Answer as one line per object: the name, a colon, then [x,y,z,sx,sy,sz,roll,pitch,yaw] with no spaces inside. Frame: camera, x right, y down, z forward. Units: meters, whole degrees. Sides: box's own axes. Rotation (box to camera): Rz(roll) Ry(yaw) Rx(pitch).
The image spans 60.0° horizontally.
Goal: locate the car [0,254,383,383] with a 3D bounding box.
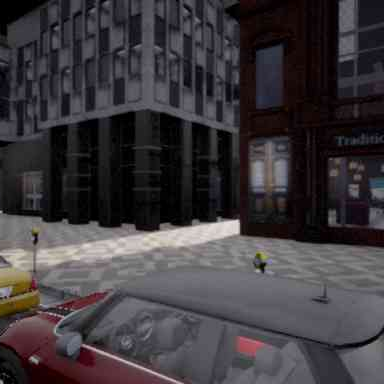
car: [-0.141,1.442,3.061,4.097,1.590,1.967,0,0,36]
